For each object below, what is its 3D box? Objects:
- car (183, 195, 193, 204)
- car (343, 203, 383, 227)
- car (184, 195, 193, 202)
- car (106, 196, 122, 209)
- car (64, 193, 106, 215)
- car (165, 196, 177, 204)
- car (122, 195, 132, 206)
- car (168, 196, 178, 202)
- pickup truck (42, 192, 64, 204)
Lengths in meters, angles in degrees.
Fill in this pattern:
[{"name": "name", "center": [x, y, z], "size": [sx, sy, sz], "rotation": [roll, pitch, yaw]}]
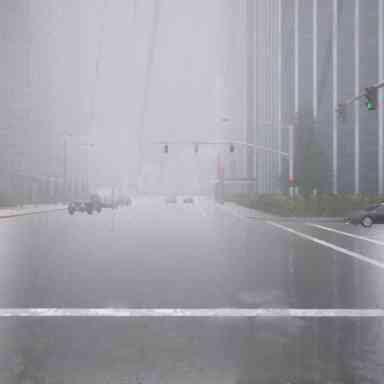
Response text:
[{"name": "car", "center": [-0.743, 1.532, 65.315], "size": [1.812, 1.442, 4.674], "rotation": [0, 0, 0]}, {"name": "car", "center": [12.634, 1.507, 22.052], "size": [4.892, 1.490, 1.837], "rotation": [0, 0, 0]}, {"name": "car", "center": [-0.828, 1.394, 75.566], "size": [1.882, 1.535, 5.008], "rotation": [0, 0, 0]}, {"name": "car", "center": [-11.169, 1.569, 44.391], "size": [1.994, 1.385, 4.181], "rotation": [0, 0, -1]}, {"name": "car", "center": [-11.085, 1.225, 34.862], "size": [2.150, 2.045, 5.566], "rotation": [0, 0, -1]}, {"name": "car", "center": [-4.140, 1.608, 64.976], "size": [1.895, 1.301, 4.718], "rotation": [0, 0, 0]}, {"name": "car", "center": [-11.242, 1.358, 54.598], "size": [2.097, 1.767, 4.553], "rotation": [0, 0, -1]}, {"name": "car", "center": [-4.324, 1.548, 75.236], "size": [2.033, 1.411, 5.357], "rotation": [0, 0, 0]}, {"name": "pickup truck", "center": [-24.321, 1.065, 60.015], "size": [2.390, 2.098, 6.274], "rotation": [0, 0, 30]}]
